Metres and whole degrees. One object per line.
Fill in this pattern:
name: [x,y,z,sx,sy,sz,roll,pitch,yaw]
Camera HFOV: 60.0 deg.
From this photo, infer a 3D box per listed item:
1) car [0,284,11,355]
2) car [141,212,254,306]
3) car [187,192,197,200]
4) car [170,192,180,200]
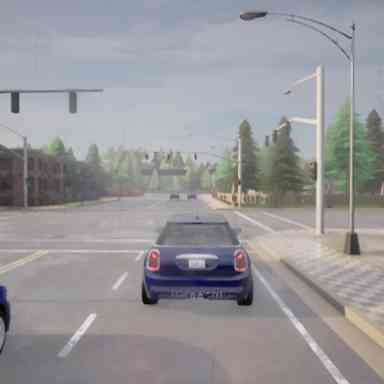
car: [-3.442,1.452,2.600,1.882,1.535,5.008,0,1,0]
car: [0.154,1.276,8.055,2.097,1.767,4.553,0,1,2]
car: [-0.003,0.875,68.342,1.837,1.490,4.892,0,1,0]
car: [-3.503,0.875,68.342,1.837,1.490,4.892,0,1,0]
